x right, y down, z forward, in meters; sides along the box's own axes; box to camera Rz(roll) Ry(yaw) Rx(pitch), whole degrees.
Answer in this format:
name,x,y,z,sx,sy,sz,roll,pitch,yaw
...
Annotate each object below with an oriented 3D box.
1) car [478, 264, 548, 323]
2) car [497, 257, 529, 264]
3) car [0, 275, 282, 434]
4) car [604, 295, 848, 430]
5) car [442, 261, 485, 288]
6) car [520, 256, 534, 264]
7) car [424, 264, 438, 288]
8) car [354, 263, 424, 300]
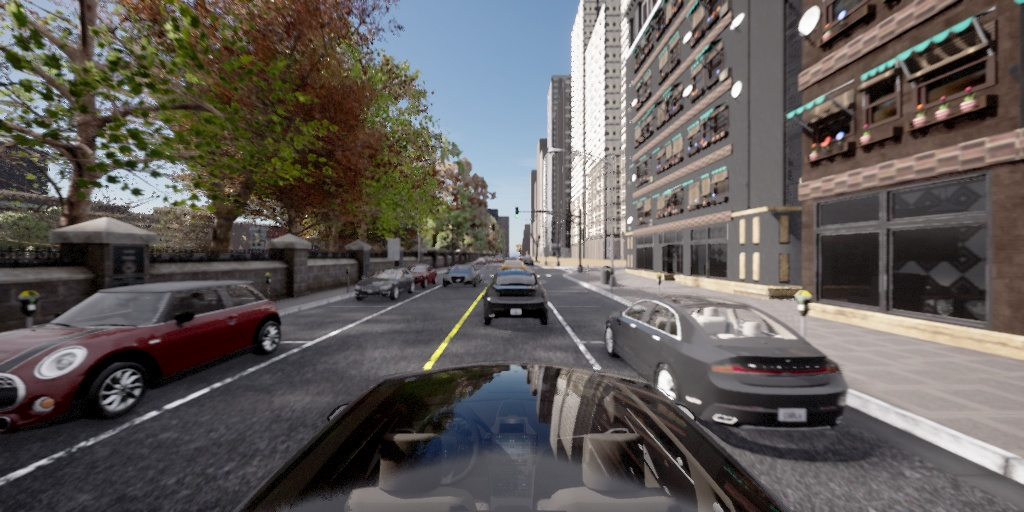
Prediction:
name,x,y,z,sx,sy,sz,roll,pitch,yaw
car,0.104,1.191,11.735,1.837,1.490,4.892,0,0,0
car,0.182,1.066,27.770,1.882,1.535,5.008,0,0,2
car,-5.691,1.165,5.628,1.967,1.591,4.097,0,0,0
car,2.689,1.276,5.627,2.007,1.370,4.403,0,0,0
car,-3.059,1.185,22.406,1.994,1.385,4.181,0,0,0
car,2.710,0.971,60.157,1.948,1.339,4.313,0,0,0
car,-5.813,1.166,22.243,1.888,1.381,4.507,0,0,0
car,-5.764,1.206,16.703,2.007,1.370,4.403,0,0,0
